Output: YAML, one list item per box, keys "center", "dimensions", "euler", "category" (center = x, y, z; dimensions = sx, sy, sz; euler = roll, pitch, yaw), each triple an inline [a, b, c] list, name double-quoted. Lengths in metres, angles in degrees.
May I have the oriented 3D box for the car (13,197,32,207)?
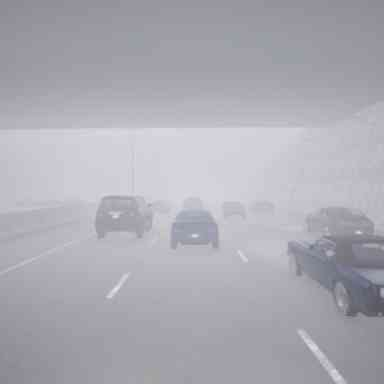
- center: [-24.500, 1.406, 49.161]
  dimensions: [1.812, 1.442, 4.674]
  euler: [0, 0, 1]
  category: "car"

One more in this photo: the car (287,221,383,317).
- center: [3.599, 1.585, 7.372]
  dimensions: [1.895, 1.301, 4.718]
  euler: [0, 0, 0]
  category: "car"

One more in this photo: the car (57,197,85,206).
- center: [-17.504, 1.430, 49.148]
  dimensions: [2.033, 1.411, 5.357]
  euler: [0, 0, 1]
  category: "car"

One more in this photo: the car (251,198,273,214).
- center: [7.135, 1.416, 34.782]
  dimensions: [2.128, 1.511, 4.902]
  euler: [0, 0, 0]
  category: "car"

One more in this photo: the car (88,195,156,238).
- center: [-3.391, 1.181, 17.440]
  dimensions: [2.150, 2.045, 5.566]
  euler: [0, 0, 0]
  category: "car"

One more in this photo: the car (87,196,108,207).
- center: [-14.004, 1.408, 49.727]
  dimensions: [1.812, 1.442, 4.674]
  euler: [0, 0, 0]
  category: "car"

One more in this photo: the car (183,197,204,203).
- center: [0.134, 1.273, 34.839]
  dimensions: [2.097, 1.767, 4.553]
  euler: [0, 0, 0]
  category: "car"

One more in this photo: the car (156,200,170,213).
- center: [-3.365, 1.483, 35.352]
  dimensions: [1.994, 1.385, 4.181]
  euler: [0, 0, 0]
  category: "car"

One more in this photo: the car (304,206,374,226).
- center: [7.108, 1.470, 16.623]
  dimensions: [1.837, 1.490, 4.892]
  euler: [0, 0, 0]
  category: "car"

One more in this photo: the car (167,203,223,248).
- center: [0.106, 1.444, 14.636]
  dimensions: [1.882, 1.535, 5.008]
  euler: [0, 0, 0]
  category: "car"

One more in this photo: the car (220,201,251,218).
- center: [3.626, 1.481, 29.806]
  dimensions: [2.033, 1.411, 5.357]
  euler: [0, 0, 0]
  category: "car"

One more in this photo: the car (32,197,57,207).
- center: [-21.005, 1.484, 48.699]
  dimensions: [1.895, 1.301, 4.718]
  euler: [0, 0, 1]
  category: "car"
